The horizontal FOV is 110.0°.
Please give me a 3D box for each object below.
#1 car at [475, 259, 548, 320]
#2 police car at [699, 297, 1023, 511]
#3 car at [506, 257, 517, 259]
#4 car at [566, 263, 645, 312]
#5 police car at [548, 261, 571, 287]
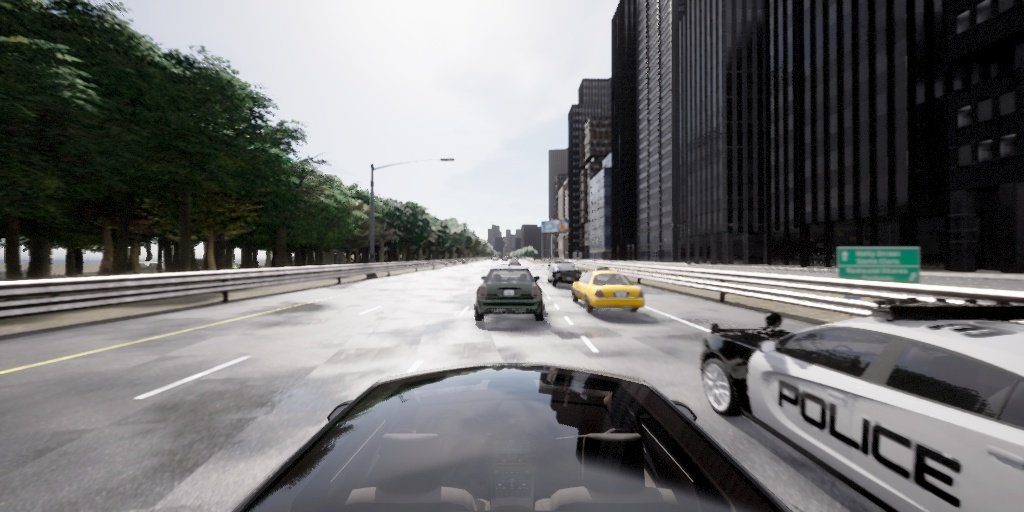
[{"bbox_3d":[-0.057,1.110,12.736,2.097,1.767,4.553,0,0,1],"label":"car"},{"bbox_3d":[3.499,1.176,3.044,1.930,1.638,5.238,0,0,0],"label":"police car"},{"bbox_3d":[0.394,1.351,60.940,1.994,1.385,4.181,0,0,1],"label":"car"},{"bbox_3d":[3.516,1.215,14.096,1.801,1.575,5.366,0,0,0],"label":"car"},{"bbox_3d":[3.558,1.191,24.987,1.930,1.638,5.238,0,0,0],"label":"police car"}]
